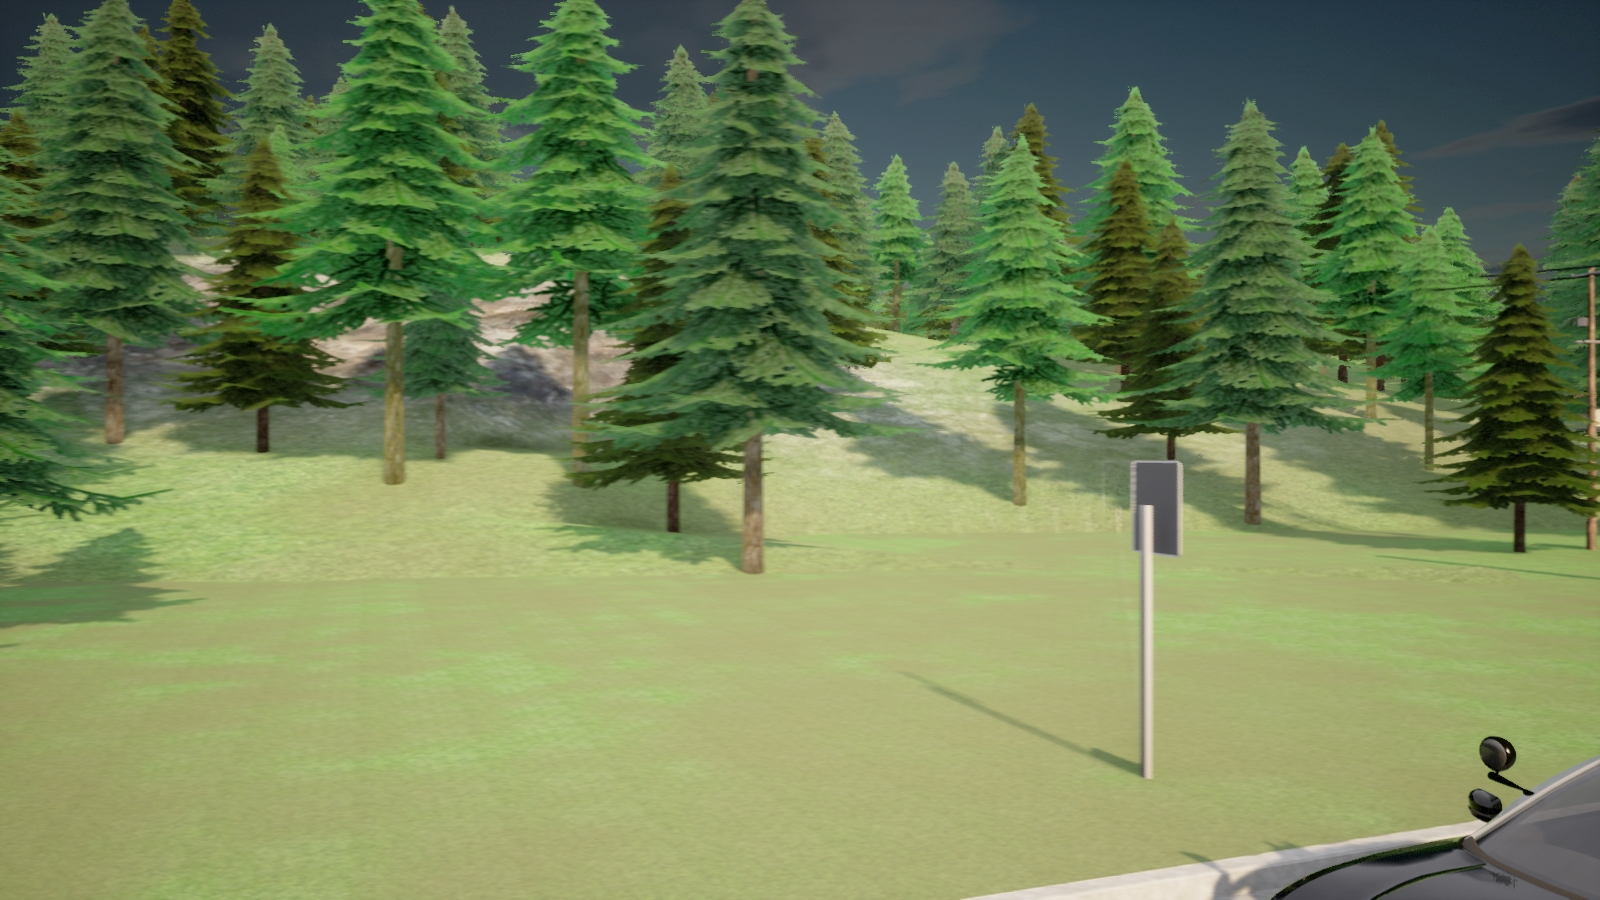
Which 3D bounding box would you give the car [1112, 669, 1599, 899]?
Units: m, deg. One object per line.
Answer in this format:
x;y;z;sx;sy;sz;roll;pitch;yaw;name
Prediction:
4.193;1.982;4.932;5.238;1.638;2.097;0;0;-20;car
